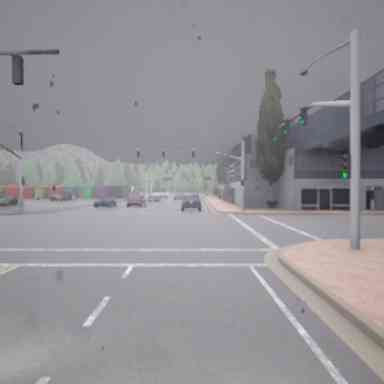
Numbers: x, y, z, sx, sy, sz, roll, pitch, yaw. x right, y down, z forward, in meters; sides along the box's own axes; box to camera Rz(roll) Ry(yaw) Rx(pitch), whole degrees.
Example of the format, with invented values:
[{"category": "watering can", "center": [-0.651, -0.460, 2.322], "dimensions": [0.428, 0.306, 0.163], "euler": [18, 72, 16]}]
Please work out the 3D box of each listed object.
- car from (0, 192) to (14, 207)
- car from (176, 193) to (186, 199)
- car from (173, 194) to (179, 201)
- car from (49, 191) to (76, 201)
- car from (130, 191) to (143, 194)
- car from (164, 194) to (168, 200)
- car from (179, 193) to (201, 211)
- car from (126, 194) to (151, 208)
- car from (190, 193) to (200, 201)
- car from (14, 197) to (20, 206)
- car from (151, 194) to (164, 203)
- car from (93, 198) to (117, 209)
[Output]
[{"category": "car", "center": [-24.967, 0.910, 40.837], "dimensions": [4.605, 1.855, 1.932], "euler": [0, 0, 0]}, {"category": "car", "center": [-2.633, 0.988, 81.063], "dimensions": [1.994, 1.385, 4.181], "euler": [0, 0, 2]}, {"category": "car", "center": [-2.891, 1.125, 71.271], "dimensions": [1.994, 1.385, 4.181], "euler": [0, 0, 2]}, {"category": "car", "center": [-24.935, 0.779, 63.354], "dimensions": [3.866, 1.878, 1.905], "euler": [0, 0, 0]}, {"category": "car", "center": [-10.188, 0.861, 60.604], "dimensions": [2.150, 2.045, 5.566], "euler": [0, 0, 2]}, {"category": "car", "center": [-6.330, 1.030, 73.608], "dimensions": [1.994, 1.385, 4.181], "euler": [0, 0, 2]}, {"category": "car", "center": [-0.066, 1.130, 37.272], "dimensions": [2.097, 1.767, 4.553], "euler": [0, 0, 0]}, {"category": "car", "center": [-7.180, 1.288, 43.565], "dimensions": [2.033, 1.411, 5.357], "euler": [0, 0, 1]}, {"category": "car", "center": [0.653, 1.091, 72.896], "dimensions": [2.128, 1.511, 4.902], "euler": [0, 0, 2]}, {"category": "car", "center": [-24.911, 0.896, 43.731], "dimensions": [3.866, 1.878, 1.905], "euler": [0, 0, 0]}, {"category": "car", "center": [-6.757, 1.142, 58.862], "dimensions": [2.128, 1.511, 4.902], "euler": [0, 0, 2]}, {"category": "car", "center": [-10.722, 1.355, 41.259], "dimensions": [1.895, 1.301, 4.718], "euler": [0, 0, 1]}]
